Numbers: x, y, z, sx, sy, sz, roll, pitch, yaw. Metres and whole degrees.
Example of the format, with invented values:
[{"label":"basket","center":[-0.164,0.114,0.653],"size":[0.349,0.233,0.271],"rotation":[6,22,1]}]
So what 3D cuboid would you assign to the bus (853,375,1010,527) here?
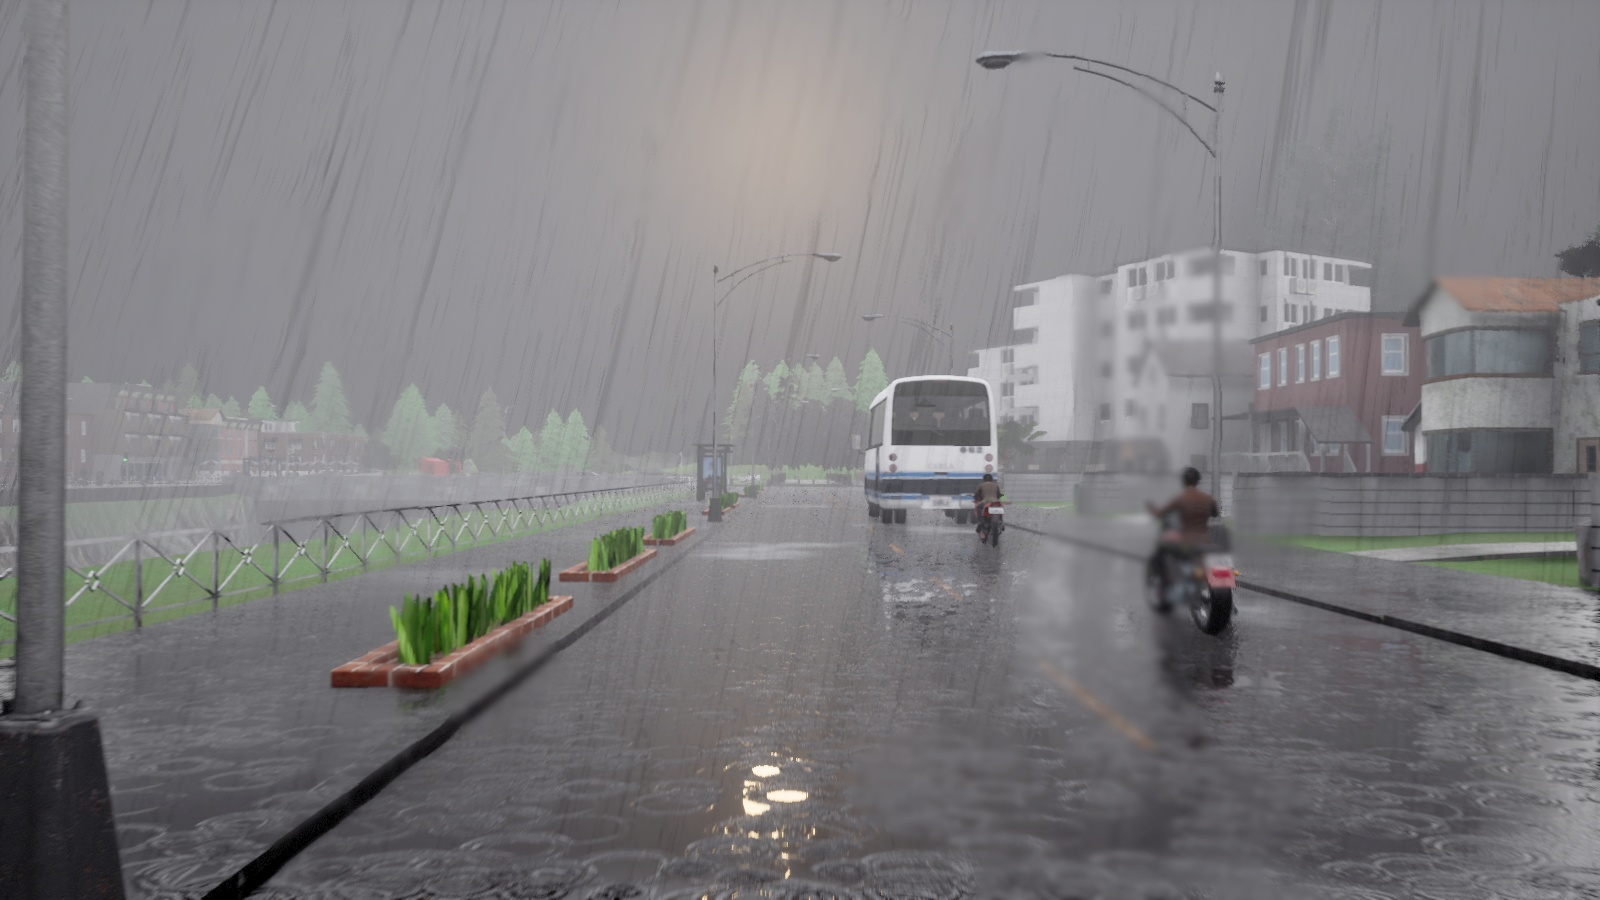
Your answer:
[{"label":"bus","center":[3.900,0.099,40.415],"size":[3.944,4.253,10.273],"rotation":[0,-1,0]}]

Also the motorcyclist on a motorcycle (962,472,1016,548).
[{"label":"motorcyclist on a motorcycle","center":[3.939,1.221,26.290],"size":[0.797,1.523,2.044],"rotation":[0,-1,0]}]

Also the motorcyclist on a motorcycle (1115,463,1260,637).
[{"label":"motorcyclist on a motorcycle","center":[3.969,0.968,13.080],"size":[0.766,1.649,2.350],"rotation":[0,-1,0]}]
